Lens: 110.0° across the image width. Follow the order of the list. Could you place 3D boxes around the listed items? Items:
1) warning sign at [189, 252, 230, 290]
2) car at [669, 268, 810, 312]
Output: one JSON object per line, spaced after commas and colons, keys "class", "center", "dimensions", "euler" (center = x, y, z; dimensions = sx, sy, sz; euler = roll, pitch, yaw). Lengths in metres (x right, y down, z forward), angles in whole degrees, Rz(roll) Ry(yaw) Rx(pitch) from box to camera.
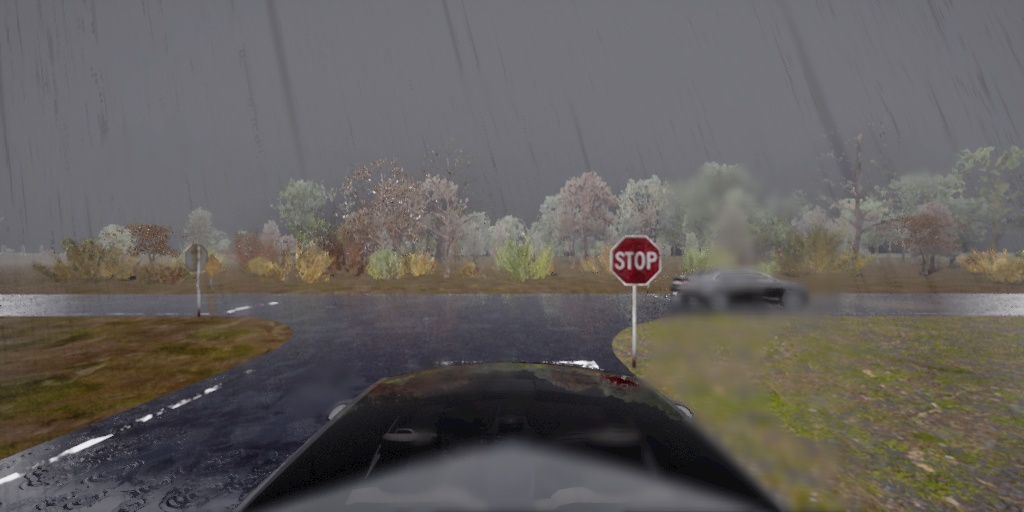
{"class": "warning sign", "center": [-16.170, 0.849, 19.329], "dimensions": [1.060, 1.860, 1.300], "euler": [0, 0, 0]}
{"class": "car", "center": [8.492, 1.201, 13.495], "dimensions": [4.902, 1.511, 2.128], "euler": [0, 0, -5]}
